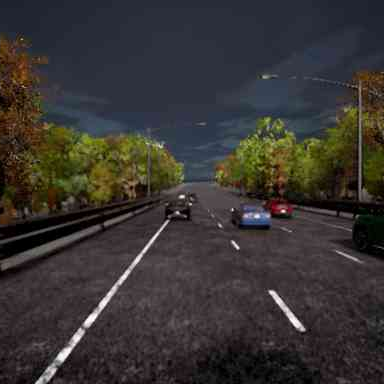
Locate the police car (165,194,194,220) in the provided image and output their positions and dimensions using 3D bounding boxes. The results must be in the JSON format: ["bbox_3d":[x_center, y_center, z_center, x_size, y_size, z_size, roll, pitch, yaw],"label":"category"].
[{"bbox_3d":[-1.042,1.230,25.914,1.930,1.638,5.238,0,0,0],"label":"police car"}]

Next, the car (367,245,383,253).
[{"bbox_3d":[3.602,1.530,2.139,2.033,1.411,5.357,0,0,0],"label":"car"}]

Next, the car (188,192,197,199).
[{"bbox_3d":[0.022,0.761,75.658,1.994,1.385,4.181,0,1,0],"label":"car"}]

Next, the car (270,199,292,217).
[{"bbox_3d":[7.108,1.314,28.163,1.812,1.442,4.674,0,0,0],"label":"car"}]

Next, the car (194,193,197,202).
[{"bbox_3d":[0.017,1.054,60.067,1.837,1.490,4.892,0,0,0],"label":"car"}]

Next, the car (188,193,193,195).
[{"bbox_3d":[-1.039,1.186,35.997,1.801,1.575,5.366,0,0,0],"label":"car"}]

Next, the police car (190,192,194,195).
[{"bbox_3d":[-1.038,1.111,41.920,1.930,1.638,5.238,0,0,0],"label":"police car"}]

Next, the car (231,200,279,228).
[{"bbox_3d":[3.607,1.390,20.914,2.033,1.411,5.357,0,0,0],"label":"car"}]

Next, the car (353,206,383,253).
[{"bbox_3d":[7.103,1.144,10.127,2.150,2.045,5.566,0,0,0],"label":"car"}]
